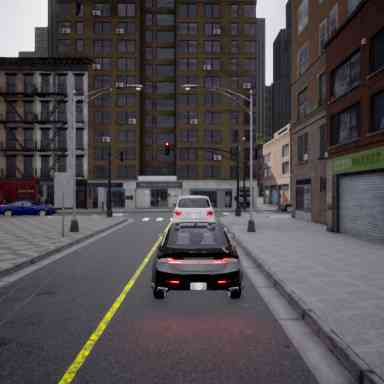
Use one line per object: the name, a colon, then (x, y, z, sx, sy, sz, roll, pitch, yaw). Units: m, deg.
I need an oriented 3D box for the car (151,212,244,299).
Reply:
car: (0.097, 1.490, 8.440, 2.128, 1.511, 4.902, 0, 0, 0)

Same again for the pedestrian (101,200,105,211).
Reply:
pedestrian: (-10.174, 1.496, 37.960, 0.375, 1.300, 0.375, 0, 0, -1)

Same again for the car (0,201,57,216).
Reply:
car: (-15.487, 1.576, 31.649, 5.008, 1.535, 1.882, 0, 0, -2)

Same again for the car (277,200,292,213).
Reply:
car: (11.482, 1.379, 35.216, 4.892, 1.490, 1.837, -1, 0, -2)

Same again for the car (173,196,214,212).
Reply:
car: (0.092, 1.214, 18.894, 2.150, 2.045, 5.566, 0, 0, 0)
